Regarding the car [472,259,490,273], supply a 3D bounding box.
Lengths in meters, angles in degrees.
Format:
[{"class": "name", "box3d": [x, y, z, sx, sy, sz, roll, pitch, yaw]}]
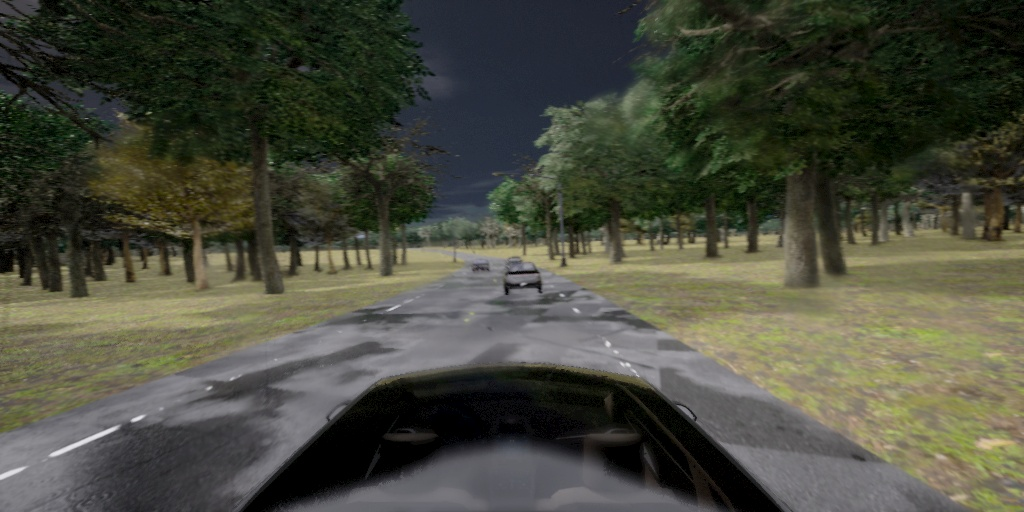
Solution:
[{"class": "car", "box3d": [-3.353, 1.040, 39.583, 2.033, 1.411, 5.357, -3, 1, -2]}]

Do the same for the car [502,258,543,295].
[{"class": "car", "box3d": [0.530, 1.050, 18.629, 2.128, 1.511, 4.902, -3, 1, 1]}]
